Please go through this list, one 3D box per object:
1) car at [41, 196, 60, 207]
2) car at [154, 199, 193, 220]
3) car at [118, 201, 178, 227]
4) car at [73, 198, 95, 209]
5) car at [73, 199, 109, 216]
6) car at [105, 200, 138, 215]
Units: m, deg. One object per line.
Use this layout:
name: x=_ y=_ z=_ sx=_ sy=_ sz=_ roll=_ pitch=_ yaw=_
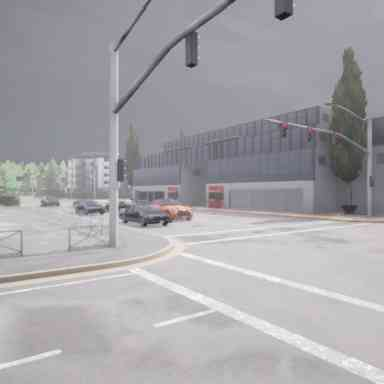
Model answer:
car: x=-21.324 y=1.356 z=50.062 sx=2.097 sy=1.767 sz=4.553 roll=0 pitch=0 yaw=-33
car: x=-1.844 y=1.359 z=27.214 sx=2.097 sy=1.767 sz=4.553 roll=0 pitch=0 yaw=-34
car: x=-3.427 y=1.552 z=23.323 sx=2.033 sy=1.411 sz=5.357 roll=0 pitch=0 yaw=-35
car: x=-15.488 y=1.608 z=47.567 sx=1.895 sy=1.301 sz=4.718 roll=0 pitch=0 yaw=-33
car: x=-10.379 y=1.553 z=33.600 sx=2.033 sy=1.411 sz=5.357 roll=0 pitch=0 yaw=-34
car: x=-7.669 y=1.608 z=35.846 sx=1.895 sy=1.301 sz=4.718 roll=0 pitch=0 yaw=-34
